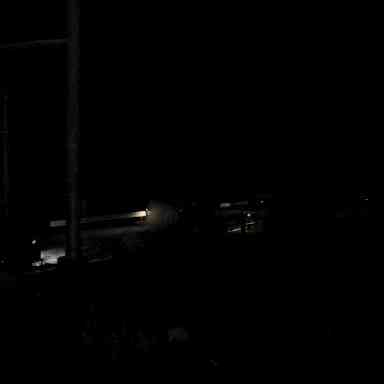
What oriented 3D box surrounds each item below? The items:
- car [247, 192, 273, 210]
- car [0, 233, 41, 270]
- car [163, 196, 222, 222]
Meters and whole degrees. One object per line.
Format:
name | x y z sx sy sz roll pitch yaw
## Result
car | 6.974 0.779 30.642 1.882 1.535 5.008 0 1 42
car | -6.513 1.564 9.249 1.994 1.385 4.181 0 0 39
car | 0.095 1.091 22.946 2.128 1.511 4.902 0 3 41
